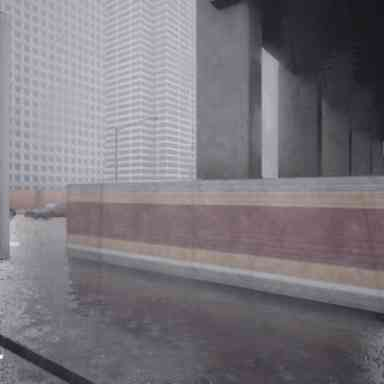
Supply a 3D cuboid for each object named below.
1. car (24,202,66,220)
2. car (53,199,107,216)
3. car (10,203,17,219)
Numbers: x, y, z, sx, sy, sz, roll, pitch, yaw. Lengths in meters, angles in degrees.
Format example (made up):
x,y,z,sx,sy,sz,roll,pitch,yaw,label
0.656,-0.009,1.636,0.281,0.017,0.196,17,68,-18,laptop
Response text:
x,y,z,sx,sy,sz,roll,pitch,yaw,label
-11.303,1.565,28.361,2.033,1.411,5.357,0,0,36,car
-11.402,1.511,34.180,2.128,1.511,4.902,0,0,36,car
-16.767,1.372,26.765,2.097,1.767,4.553,0,0,36,car
